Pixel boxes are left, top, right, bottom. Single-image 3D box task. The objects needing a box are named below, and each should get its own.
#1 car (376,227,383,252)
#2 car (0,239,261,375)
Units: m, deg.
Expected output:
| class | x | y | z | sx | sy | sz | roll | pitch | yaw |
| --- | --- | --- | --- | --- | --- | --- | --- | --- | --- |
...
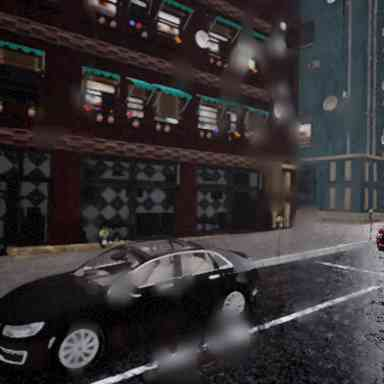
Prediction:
| class | x | y | z | sx | sy | sz | roll | pitch | yaw |
| --- | --- | --- | --- | --- | --- | --- | --- | --- | --- |
| car | 8.454 | 1.450 | 12.105 | 4.507 | 1.381 | 1.887 | 0 | 2 | -35 |
| car | -0.766 | 1.535 | 5.522 | 4.403 | 1.369 | 2.008 | 0 | 2 | -35 |
